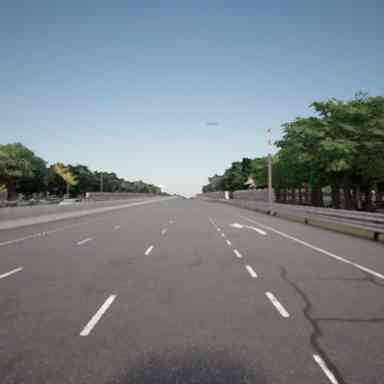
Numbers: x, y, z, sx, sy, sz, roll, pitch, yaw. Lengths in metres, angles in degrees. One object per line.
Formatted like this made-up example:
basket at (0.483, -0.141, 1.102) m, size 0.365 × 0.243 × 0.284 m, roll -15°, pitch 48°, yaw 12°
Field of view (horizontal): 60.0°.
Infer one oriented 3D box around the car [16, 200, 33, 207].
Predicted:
car at (-28.014, 2.120, 56.508) m, size 1.994 × 1.385 × 4.181 m, roll 0°, pitch 0°, yaw 0°

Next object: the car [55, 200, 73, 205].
car at (-21.029, 2.082, 56.524) m, size 1.812 × 1.442 × 4.674 m, roll 0°, pitch 0°, yaw 1°

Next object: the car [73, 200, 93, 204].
car at (-17.537, 2.051, 55.095) m, size 1.837 × 1.490 × 4.892 m, roll 0°, pitch 0°, yaw 1°

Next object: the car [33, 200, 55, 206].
car at (-24.525, 2.119, 56.534) m, size 1.994 × 1.385 × 4.181 m, roll 0°, pitch 0°, yaw 1°
